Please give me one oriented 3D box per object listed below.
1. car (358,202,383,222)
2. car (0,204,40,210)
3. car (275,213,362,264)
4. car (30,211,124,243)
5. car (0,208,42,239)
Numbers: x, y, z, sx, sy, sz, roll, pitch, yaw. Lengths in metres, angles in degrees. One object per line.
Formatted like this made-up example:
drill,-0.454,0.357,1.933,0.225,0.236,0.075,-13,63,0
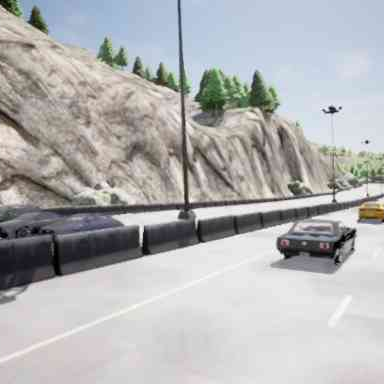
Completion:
car,14.929,1.563,27.351,1.882,1.535,5.008,-1,-1,34
car,-11.174,1.594,20.239,2.097,1.767,4.553,-1,-1,34
car,4.735,1.655,12.178,1.895,1.301,4.718,-1,-1,34
car,-5.315,1.730,16.405,1.994,1.385,4.181,-1,-1,34
car,-8.441,1.767,18.028,1.994,1.385,4.181,-1,-1,34
